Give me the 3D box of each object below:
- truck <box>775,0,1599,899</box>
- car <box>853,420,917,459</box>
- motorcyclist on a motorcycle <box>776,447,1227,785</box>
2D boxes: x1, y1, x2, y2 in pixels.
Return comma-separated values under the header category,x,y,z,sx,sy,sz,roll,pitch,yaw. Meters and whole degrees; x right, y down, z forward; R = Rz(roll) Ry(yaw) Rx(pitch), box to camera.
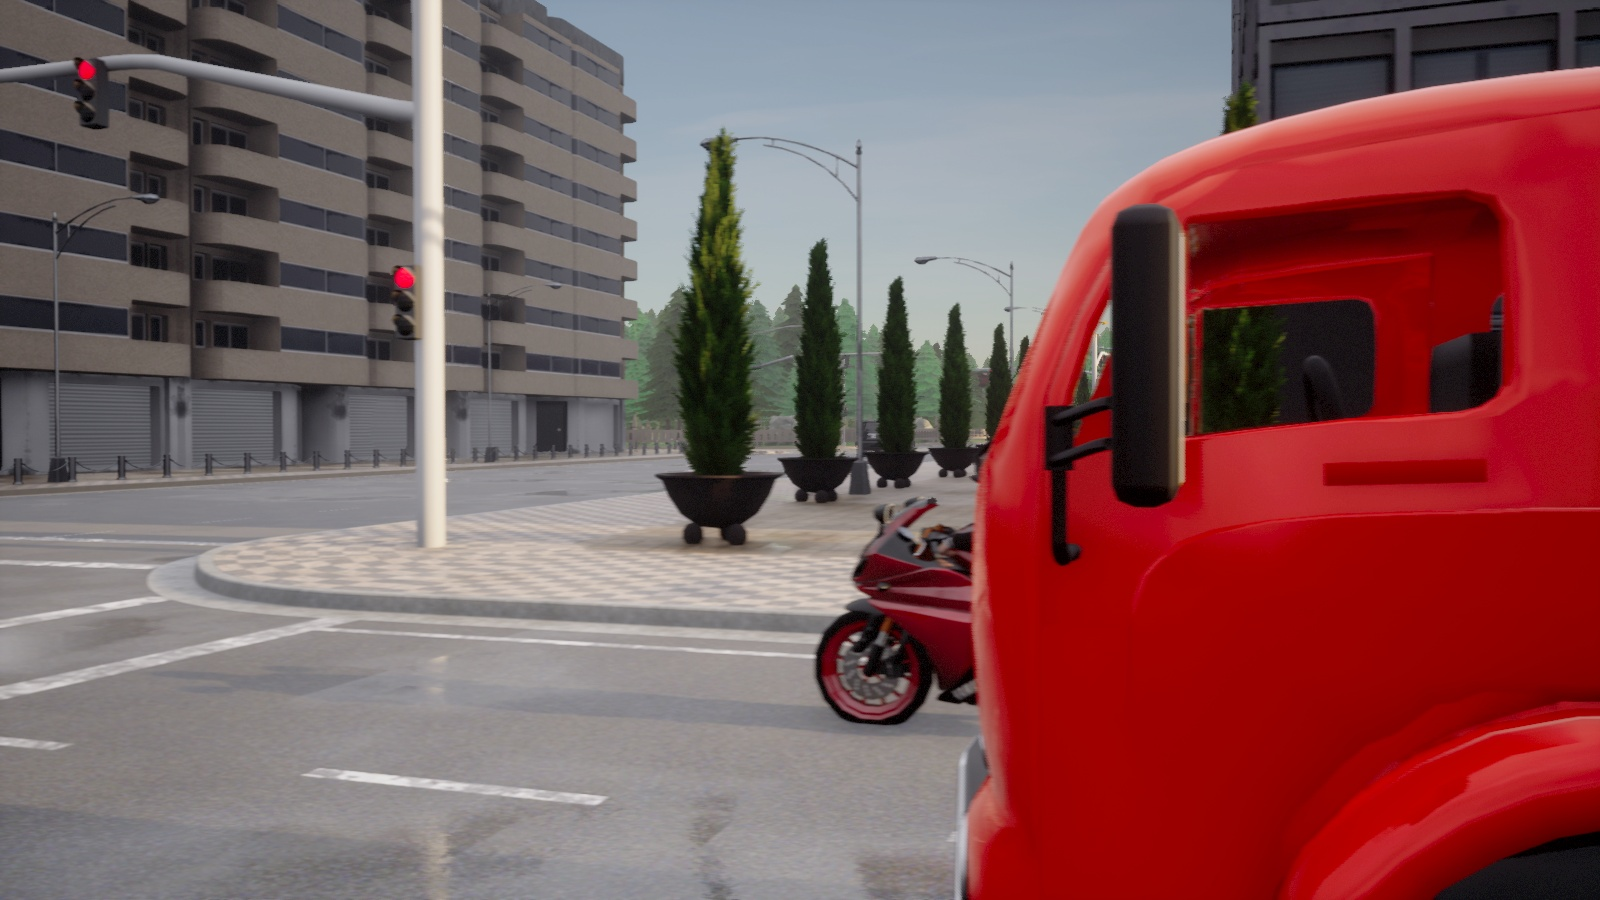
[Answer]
category,x,y,z,sx,sy,sz,roll,pitch,yaw
truck,2.849,0.315,2.232,5.204,2.467,2.627,1,1,18
car,4.791,-0.614,70.119,2.150,2.045,5.566,1,1,19
motorcyclist on a motorcycle,1.053,0.761,6.529,2.191,1.530,0.866,1,1,18
